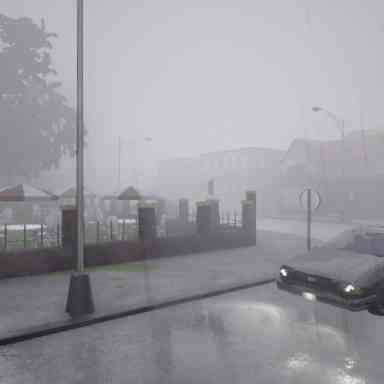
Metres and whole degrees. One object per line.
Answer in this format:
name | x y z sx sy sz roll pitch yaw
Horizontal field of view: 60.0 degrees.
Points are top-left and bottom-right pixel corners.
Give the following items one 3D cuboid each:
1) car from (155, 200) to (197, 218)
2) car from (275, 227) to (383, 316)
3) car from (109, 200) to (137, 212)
car | -1.477 1.491 29.633 2.128 1.511 4.902 0 0 -36
car | 4.337 1.547 7.718 5.357 1.411 2.033 0 0 -36
car | -7.804 1.548 38.488 2.033 1.411 5.357 0 0 -36
